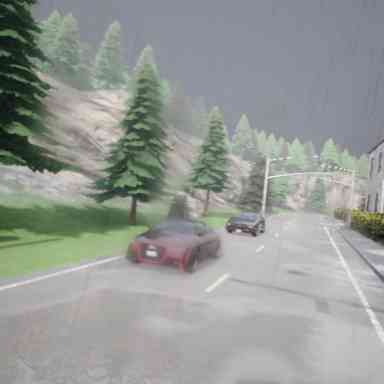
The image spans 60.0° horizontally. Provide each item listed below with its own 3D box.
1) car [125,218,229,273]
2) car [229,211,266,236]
[{"bbox_3d":[-0.394,1.577,10.938,1.994,1.385,4.181,5,0,20],"label":"car"},{"bbox_3d":[3.732,2.008,22.170,2.033,1.411,5.357,5,0,21],"label":"car"}]
